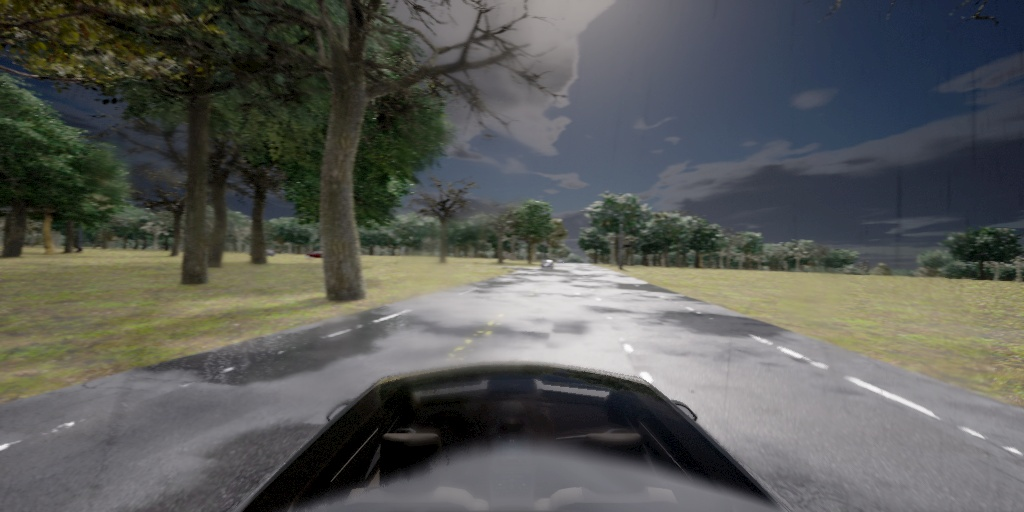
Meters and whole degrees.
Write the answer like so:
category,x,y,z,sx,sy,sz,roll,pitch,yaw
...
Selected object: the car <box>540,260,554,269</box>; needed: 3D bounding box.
category,x,y,z,sx,sy,sz,roll,pitch,yaw
car,5.713,1.362,57.852,2.128,1.511,4.902,2,-1,10
